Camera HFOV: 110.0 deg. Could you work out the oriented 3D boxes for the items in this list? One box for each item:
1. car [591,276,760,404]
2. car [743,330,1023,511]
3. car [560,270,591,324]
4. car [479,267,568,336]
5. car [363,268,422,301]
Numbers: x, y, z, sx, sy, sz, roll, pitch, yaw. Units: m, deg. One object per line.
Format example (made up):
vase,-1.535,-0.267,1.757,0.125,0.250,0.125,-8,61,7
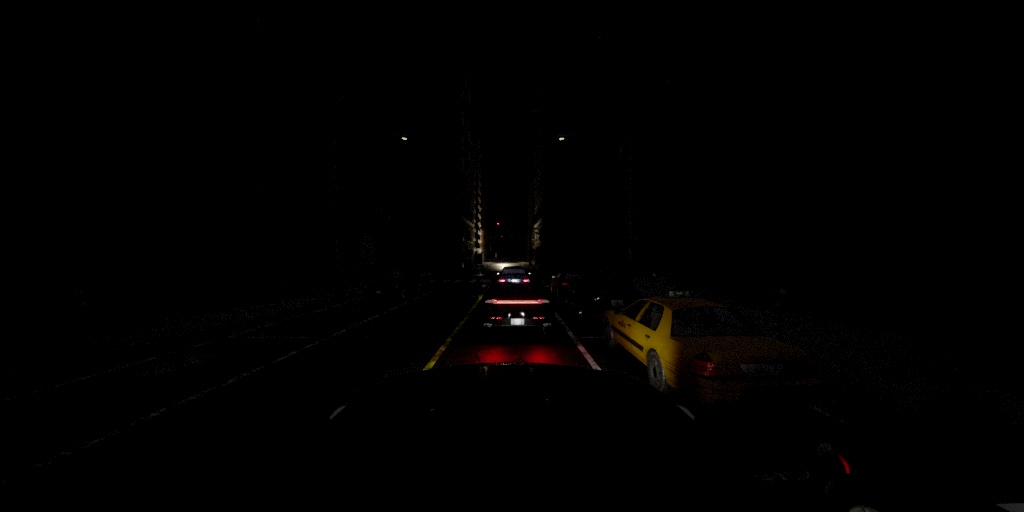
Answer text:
car,2.877,1.274,6.425,1.751,1.417,4.829,0,0,0
car,2.872,1.301,0.669,2.007,1.370,4.403,0,0,0
car,2.880,1.312,11.841,1.948,1.339,4.313,0,0,0
car,0.108,1.239,10.367,2.128,1.511,4.902,0,0,0
car,-5.661,1.289,17.430,1.888,1.381,4.507,0,0,0
